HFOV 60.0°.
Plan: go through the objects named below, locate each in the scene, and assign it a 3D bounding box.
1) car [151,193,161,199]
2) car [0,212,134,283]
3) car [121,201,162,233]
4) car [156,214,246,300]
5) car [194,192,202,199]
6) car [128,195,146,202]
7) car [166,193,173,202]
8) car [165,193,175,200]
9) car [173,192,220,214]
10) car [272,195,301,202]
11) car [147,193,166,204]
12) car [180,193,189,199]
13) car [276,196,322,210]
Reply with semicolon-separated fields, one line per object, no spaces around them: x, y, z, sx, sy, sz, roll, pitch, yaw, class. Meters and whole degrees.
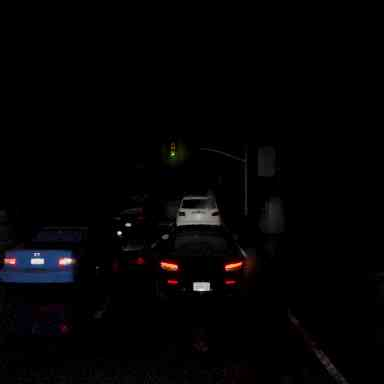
-8.958;1.008;83.332;1.882;1.535;5.008;0;1;1;car
-3.286;1.535;9.667;2.033;1.411;5.357;0;0;1;car
-3.121;1.481;19.161;1.812;1.442;4.674;0;0;3;car
0.201;1.517;8.230;1.812;1.442;4.674;0;0;1;car
1.608;0.806;87.201;2.097;1.767;4.553;0;1;1;car
-9.567;1.320;56.633;1.812;1.442;4.674;0;0;1;car
-5.732;1.282;69.319;1.994;1.385;4.181;0;0;1;car
-5.460;1.010;83.201;1.882;1.535;5.008;0;1;1;car
0.358;1.182;17.968;2.150;2.045;5.566;0;0;1;car
12.777;1.202;43.746;4.553;1.767;2.097;0;0;-2;car
-6.051;1.269;57.192;1.882;1.535;5.008;0;0;2;car
-1.902;0.999;86.536;2.033;1.411;5.357;0;1;1;car
13.052;1.465;40.255;4.718;1.301;1.895;0;0;-2;car
